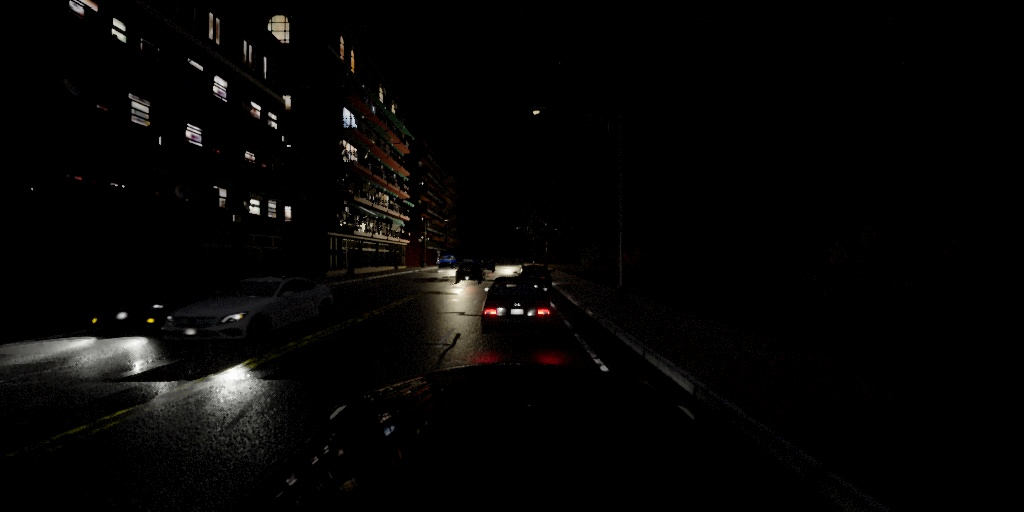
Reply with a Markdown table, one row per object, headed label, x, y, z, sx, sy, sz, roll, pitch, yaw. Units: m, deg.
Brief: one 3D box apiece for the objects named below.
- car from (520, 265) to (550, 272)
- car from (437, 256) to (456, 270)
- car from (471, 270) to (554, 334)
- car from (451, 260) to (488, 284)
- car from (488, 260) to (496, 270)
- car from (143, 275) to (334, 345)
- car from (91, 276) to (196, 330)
| label | x | y | z | sx | sy | sz | roll | pitch | yaw |
| --- | --- | --- | --- | --- | --- | --- | --- | --- | --- |
| car | 1.171 | 1.257 | 20.257 | 1.837 | 1.490 | 4.892 | 0 | 0 | 0 |
| car | -9.745 | 0.970 | 54.354 | 2.150 | 2.045 | 5.566 | 0 | 0 | 0 |
| car | 0.117 | 1.299 | 10.568 | 2.033 | 1.411 | 5.357 | 0 | 0 | 0 |
| car | -3.104 | 1.258 | 27.232 | 1.837 | 1.490 | 4.892 | 0 | 0 | 0 |
| car | -3.070 | 1.242 | 45.105 | 2.128 | 1.511 | 4.902 | 0 | 0 | 0 |
| car | -6.586 | 1.277 | 9.670 | 1.812 | 1.442 | 4.674 | 0 | 0 | 0 |
| car | -9.833 | 1.315 | 11.029 | 1.994 | 1.385 | 4.181 | 0 | 0 | 0 |
